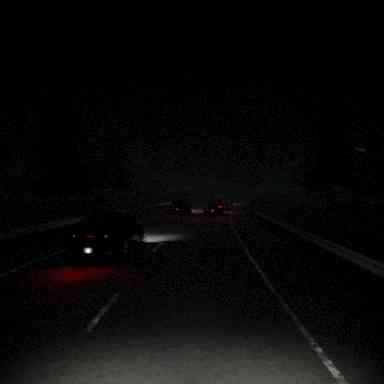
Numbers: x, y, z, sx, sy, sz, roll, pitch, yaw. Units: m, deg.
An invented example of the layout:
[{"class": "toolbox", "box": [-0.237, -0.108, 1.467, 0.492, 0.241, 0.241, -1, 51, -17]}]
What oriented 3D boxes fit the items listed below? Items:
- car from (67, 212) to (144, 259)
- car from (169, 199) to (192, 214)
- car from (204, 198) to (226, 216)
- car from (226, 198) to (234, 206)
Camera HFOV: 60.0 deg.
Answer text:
[{"class": "car", "box": [-3.043, 1.499, 12.510, 1.837, 1.490, 4.892, 0, 0, 3]}, {"class": "car", "box": [-1.132, 1.483, 34.705, 2.128, 1.511, 4.902, 0, 0, 7]}, {"class": "car", "box": [2.194, 1.522, 33.019, 1.812, 1.442, 4.674, 0, 0, 7]}, {"class": "car", "box": [5.938, 1.598, 55.993, 1.895, 1.301, 4.718, 0, 0, 12]}]
